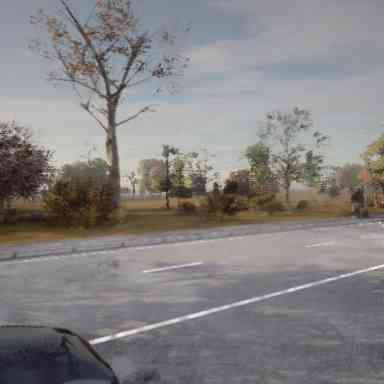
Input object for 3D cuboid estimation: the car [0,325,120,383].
[{"bbox_3d":[-2.465,1.562,1.955,4.181,1.385,1.994,0,0,-36],"label":"car"}]
